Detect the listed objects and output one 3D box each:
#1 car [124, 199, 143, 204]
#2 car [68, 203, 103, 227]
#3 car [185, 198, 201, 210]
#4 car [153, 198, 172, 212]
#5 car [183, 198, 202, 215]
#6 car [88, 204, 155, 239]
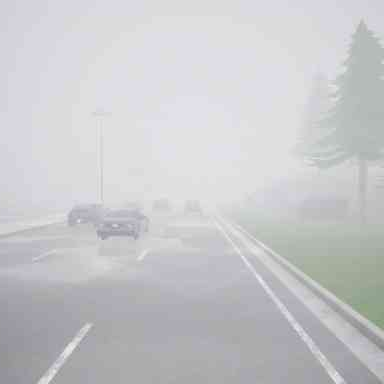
[{"bbox_3d":[-6.890,1.526,39.375,1.812,1.442,4.674,0,0,0],"label":"car"},{"bbox_3d":[-6.898,1.505,22.726,1.837,1.490,4.892,0,0,0],"label":"car"},{"bbox_3d":[0.140,1.547,44.513,2.033,1.411,5.357,0,0,1],"label":"car"},{"bbox_3d":[-3.396,1.505,38.159,1.837,1.490,4.892,0,0,0],"label":"car"},{"bbox_3d":[0.097,1.547,34.438,2.033,1.411,5.357,0,0,0],"label":"car"},{"bbox_3d":[-3.398,1.547,17.214,2.033,1.411,5.357,0,0,0],"label":"car"}]
